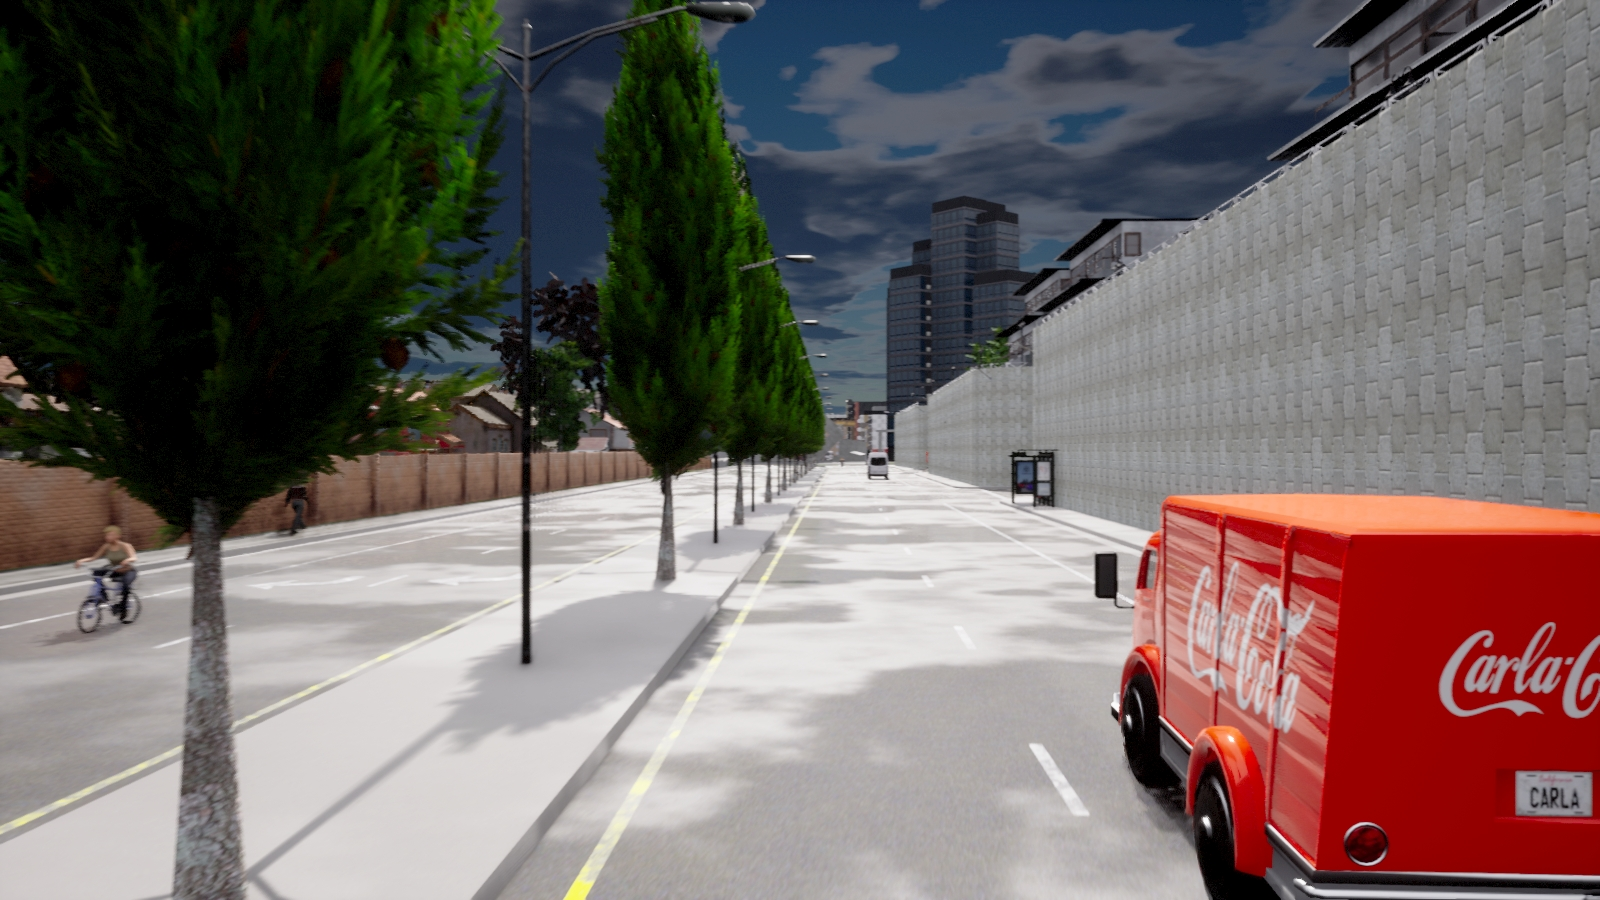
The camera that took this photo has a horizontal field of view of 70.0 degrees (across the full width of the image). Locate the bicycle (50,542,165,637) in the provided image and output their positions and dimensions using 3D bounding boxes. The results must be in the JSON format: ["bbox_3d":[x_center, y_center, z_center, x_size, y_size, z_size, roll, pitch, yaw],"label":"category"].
[{"bbox_3d":[-10.759,2.140,17.813,0.859,1.301,1.487,0,0,2],"label":"bicycle"}]

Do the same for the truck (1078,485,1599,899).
[{"bbox_3d":[3.806,1.570,8.089,2.627,2.467,5.204,0,0,3],"label":"truck"}]

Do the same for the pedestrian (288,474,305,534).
[{"bbox_3d":[-15.873,1.691,36.032,0.375,1.860,0.375,0,0,3],"label":"pedestrian"}]

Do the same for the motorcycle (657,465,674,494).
[{"bbox_3d":[-8.740,1.903,74.306,0.764,1.802,2.356,0,0,2],"label":"motorcycle"}]
